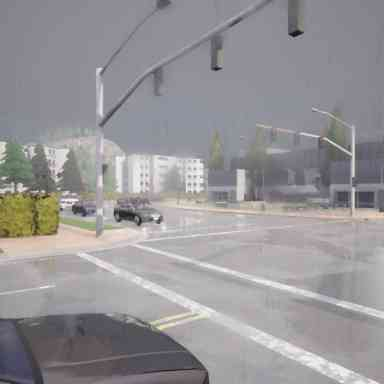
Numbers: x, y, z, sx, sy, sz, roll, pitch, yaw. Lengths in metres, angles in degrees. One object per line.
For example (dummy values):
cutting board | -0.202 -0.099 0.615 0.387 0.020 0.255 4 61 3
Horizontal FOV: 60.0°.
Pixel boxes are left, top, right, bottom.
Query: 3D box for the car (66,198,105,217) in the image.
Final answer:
car | -10.176 1.547 32.196 2.033 1.411 5.357 0 0 -35

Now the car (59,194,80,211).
car | -15.312 1.221 41.388 2.150 2.045 5.566 0 0 -23

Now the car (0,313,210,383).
car | -2.385 1.547 2.063 5.357 1.411 2.033 0 0 -35

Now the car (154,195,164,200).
car | -7.579 1.354 70.916 2.097 1.767 4.553 0 0 17

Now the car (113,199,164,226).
car | -3.914 1.492 23.805 2.128 1.511 4.902 0 0 -39

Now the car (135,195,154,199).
car | -8.671 1.505 61.150 1.837 1.490 4.892 0 0 -1

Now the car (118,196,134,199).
car | -12.099 1.491 58.833 2.128 1.511 4.902 0 0 -4

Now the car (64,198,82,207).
car | -18.475 1.601 51.652 1.895 1.301 4.718 0 0 -10
